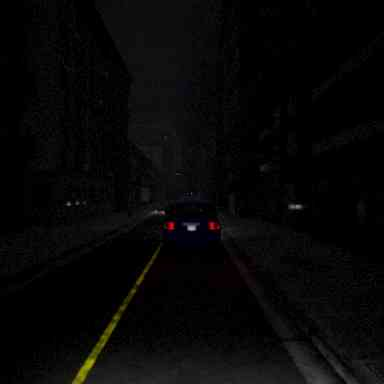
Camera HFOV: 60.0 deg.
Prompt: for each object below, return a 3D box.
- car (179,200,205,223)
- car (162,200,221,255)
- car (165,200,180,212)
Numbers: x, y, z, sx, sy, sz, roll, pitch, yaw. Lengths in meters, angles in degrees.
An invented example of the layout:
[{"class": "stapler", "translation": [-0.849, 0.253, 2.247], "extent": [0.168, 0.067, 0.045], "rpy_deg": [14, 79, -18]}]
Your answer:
[{"class": "car", "translation": [-0.010, 1.625, 29.059], "extent": [2.097, 1.767, 4.553], "rpy_deg": [0, -1, 0]}, {"class": "car", "translation": [-0.006, 1.350, 14.021], "extent": [2.150, 2.045, 5.566], "rpy_deg": [0, 0, 0]}, {"class": "car", "translation": [-2.776, 1.958, 47.434], "extent": [1.837, 1.490, 4.892], "rpy_deg": [0, -1, 0]}]
